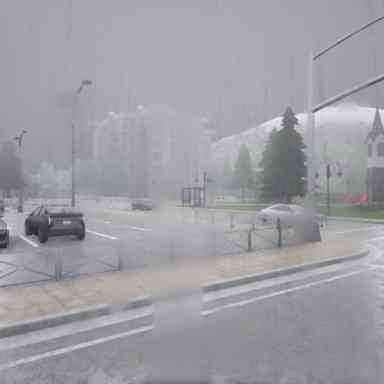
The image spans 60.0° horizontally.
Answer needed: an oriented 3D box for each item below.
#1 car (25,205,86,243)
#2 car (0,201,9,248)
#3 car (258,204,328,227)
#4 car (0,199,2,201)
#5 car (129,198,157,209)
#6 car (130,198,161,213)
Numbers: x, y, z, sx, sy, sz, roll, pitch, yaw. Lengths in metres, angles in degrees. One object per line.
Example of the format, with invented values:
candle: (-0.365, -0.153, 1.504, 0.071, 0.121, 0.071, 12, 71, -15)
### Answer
car: (-6.356, 1.340, 15.313, 2.007, 1.523, 4.514, 0, 0, -36)
car: (-8.870, 1.331, 13.436, 2.152, 1.636, 5.027, 0, 0, -36)
car: (6.498, 1.526, 21.851, 1.812, 1.442, 4.674, 0, 0, -40)
car: (-21.592, 1.374, 36.423, 1.845, 1.501, 3.633, 0, 0, -36)
car: (-6.816, 1.526, 45.805, 1.812, 1.442, 4.674, 0, 0, -36)
car: (-5.364, 1.504, 37.779, 1.837, 1.490, 4.892, 0, 0, -36)
